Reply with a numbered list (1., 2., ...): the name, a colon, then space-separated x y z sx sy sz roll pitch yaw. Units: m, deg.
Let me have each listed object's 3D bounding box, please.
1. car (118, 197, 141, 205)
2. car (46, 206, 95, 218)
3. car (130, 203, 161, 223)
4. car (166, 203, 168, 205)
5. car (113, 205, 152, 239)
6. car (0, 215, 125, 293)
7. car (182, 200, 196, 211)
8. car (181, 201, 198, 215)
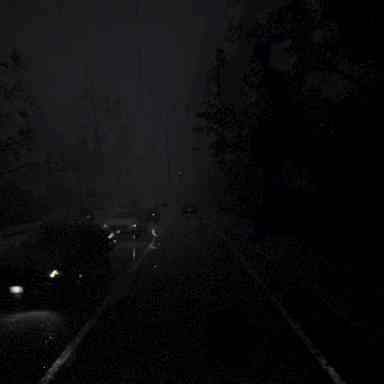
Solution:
1. car: -7.361 1.579 39.752 2.150 2.045 5.566 0 -1 0
2. car: -7.160 1.631 19.614 1.882 1.535 5.008 0 -1 0
3. car: -3.669 1.835 27.591 1.895 1.301 4.718 0 -1 0
4. car: -3.877 1.583 42.715 1.895 1.301 4.718 0 0 -1
5. car: -3.572 1.666 18.440 1.812 1.442 4.674 0 -1 0
6. car: -3.519 1.596 9.328 2.033 1.411 5.357 0 -1 0
7. car: -0.484 1.937 48.652 1.994 1.385 4.181 0 0 -1
8. car: -0.307 1.904 38.458 1.994 1.385 4.181 0 0 -1
